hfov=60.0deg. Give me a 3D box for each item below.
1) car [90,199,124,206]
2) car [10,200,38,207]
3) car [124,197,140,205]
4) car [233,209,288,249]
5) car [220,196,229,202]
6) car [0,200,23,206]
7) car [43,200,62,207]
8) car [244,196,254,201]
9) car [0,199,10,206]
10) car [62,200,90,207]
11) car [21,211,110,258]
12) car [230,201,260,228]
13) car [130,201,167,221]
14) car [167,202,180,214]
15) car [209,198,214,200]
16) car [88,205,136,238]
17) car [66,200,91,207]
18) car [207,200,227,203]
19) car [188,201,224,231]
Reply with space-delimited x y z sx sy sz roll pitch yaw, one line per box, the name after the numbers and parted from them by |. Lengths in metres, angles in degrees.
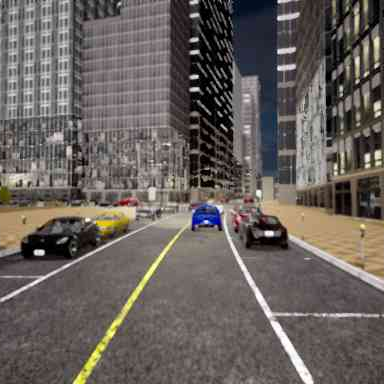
-14.616 2.042 57.231 4.313 1.339 1.947 0 -2 16 | car
-30.743 2.156 61.851 4.403 1.369 2.008 0 -2 16 | car
-12.452 1.993 64.812 5.009 1.841 2.192 0 -2 16 | car
3.138 1.673 15.082 1.947 1.339 4.313 1 0 3 | car
9.175 2.144 93.011 2.192 1.841 5.009 1 0 17 | car
-39.343 2.443 72.509 4.403 1.369 2.008 0 -2 16 | car
-28.750 2.333 69.475 4.829 1.417 1.752 0 -2 16 | car
13.460 1.965 79.115 2.192 1.841 5.009 1 0 15 | car
-36.118 2.088 63.393 4.097 1.590 1.967 0 -2 16 | car
-19.991 2.070 58.771 4.403 1.369 2.008 0 -2 16 | car
-4.980 1.660 13.241 1.947 1.339 4.313 1 0 2 | car
3.495 1.588 20.759 1.967 1.590 4.097 1 0 4 | car
-3.798 1.771 29.652 2.008 1.369 4.403 1 0 5 | car
-2.550 1.859 40.396 2.008 1.369 4.403 1 0 7 | car
4.435 2.181 76.973 1.752 1.417 4.829 1 0 14 | car
-4.690 1.660 18.562 1.752 1.417 4.829 1 0 4 | car
-23.208 2.315 67.888 4.403 1.369 2.008 0 -2 16 | car
2.787 1.890 39.210 1.895 1.301 4.718 0 0 7 | car
1.016 1.637 22.159 1.882 1.535 5.008 0 0 4 | car
